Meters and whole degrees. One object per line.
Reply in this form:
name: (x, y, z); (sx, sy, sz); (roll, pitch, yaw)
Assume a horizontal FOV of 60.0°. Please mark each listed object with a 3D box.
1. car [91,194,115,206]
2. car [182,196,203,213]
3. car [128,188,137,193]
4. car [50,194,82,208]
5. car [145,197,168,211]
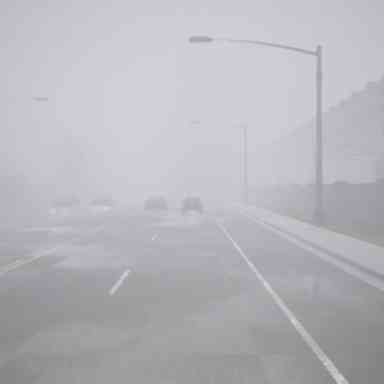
car: (-10.605, 0.968, 39.727); (1.994, 1.385, 4.181); (0, 1, 0)
car: (0.028, 1.119, 31.028); (2.033, 1.411, 5.357); (0, 1, 0)
car: (-14.023, -0.225, 78.706); (1.837, 1.490, 4.892); (0, 1, 0)
car: (-14.117, 0.990, 37.700); (2.033, 1.411, 5.357); (0, 1, 0)
car: (-3.453, 1.132, 33.098); (1.895, 1.301, 4.718); (0, 1, 0)
